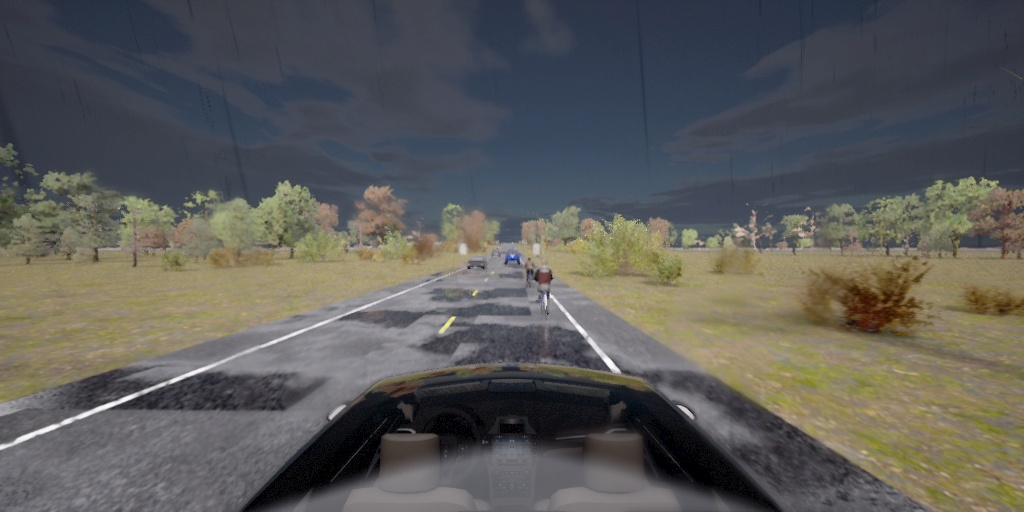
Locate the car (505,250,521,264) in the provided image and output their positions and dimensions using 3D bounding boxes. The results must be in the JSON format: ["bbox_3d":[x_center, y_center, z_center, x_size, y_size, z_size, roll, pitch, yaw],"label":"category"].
[{"bbox_3d":[0.086,0.131,53.894,2.150,2.045,5.566,0,1,0],"label":"car"}]

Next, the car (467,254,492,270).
[{"bbox_3d":[-3.583,0.716,37.841,2.033,1.411,5.357,0,1,0],"label":"car"}]

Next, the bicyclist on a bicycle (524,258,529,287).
[{"bbox_3d":[0.960,0.916,19.529,0.582,1.620,1.656,0,1,0],"label":"bicyclist on a bicycle"}]

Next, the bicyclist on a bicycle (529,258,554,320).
[{"bbox_3d":[0.961,0.971,10.965,0.659,1.776,1.843,0,1,0],"label":"bicyclist on a bicycle"}]
